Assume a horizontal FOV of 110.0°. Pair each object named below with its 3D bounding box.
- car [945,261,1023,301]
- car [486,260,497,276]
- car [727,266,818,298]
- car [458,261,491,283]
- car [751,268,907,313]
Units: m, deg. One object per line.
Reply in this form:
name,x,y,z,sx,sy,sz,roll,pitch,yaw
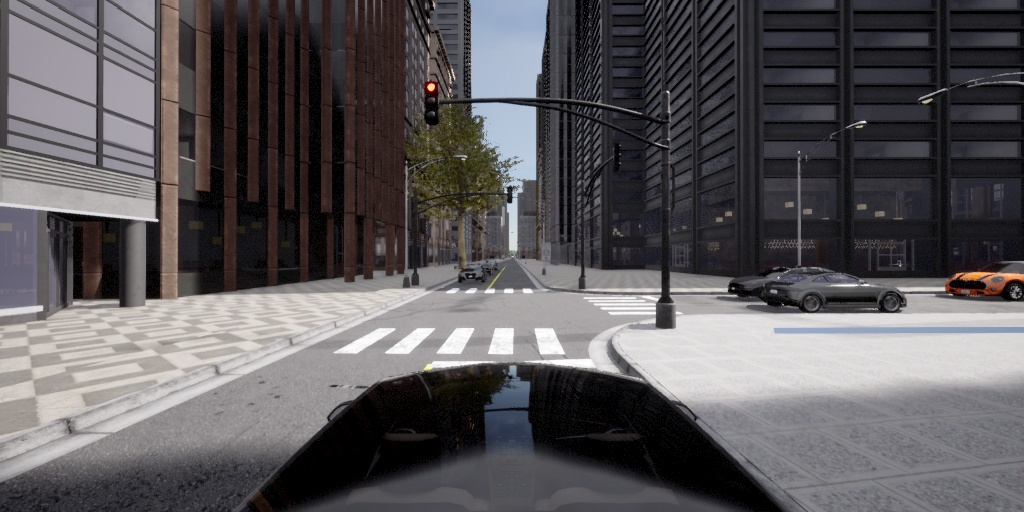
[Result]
car,22.698,1.016,16.171,4.553,1.767,2.097,0,0,0
car,-2.990,1.362,38.231,1.895,1.301,4.718,0,0,0
car,12.415,1.207,16.177,4.892,1.490,1.837,0,0,0
car,-3.021,1.318,28.177,1.994,1.385,4.181,0,0,0
car,11.558,1.257,13.077,4.181,1.385,1.994,0,0,0
